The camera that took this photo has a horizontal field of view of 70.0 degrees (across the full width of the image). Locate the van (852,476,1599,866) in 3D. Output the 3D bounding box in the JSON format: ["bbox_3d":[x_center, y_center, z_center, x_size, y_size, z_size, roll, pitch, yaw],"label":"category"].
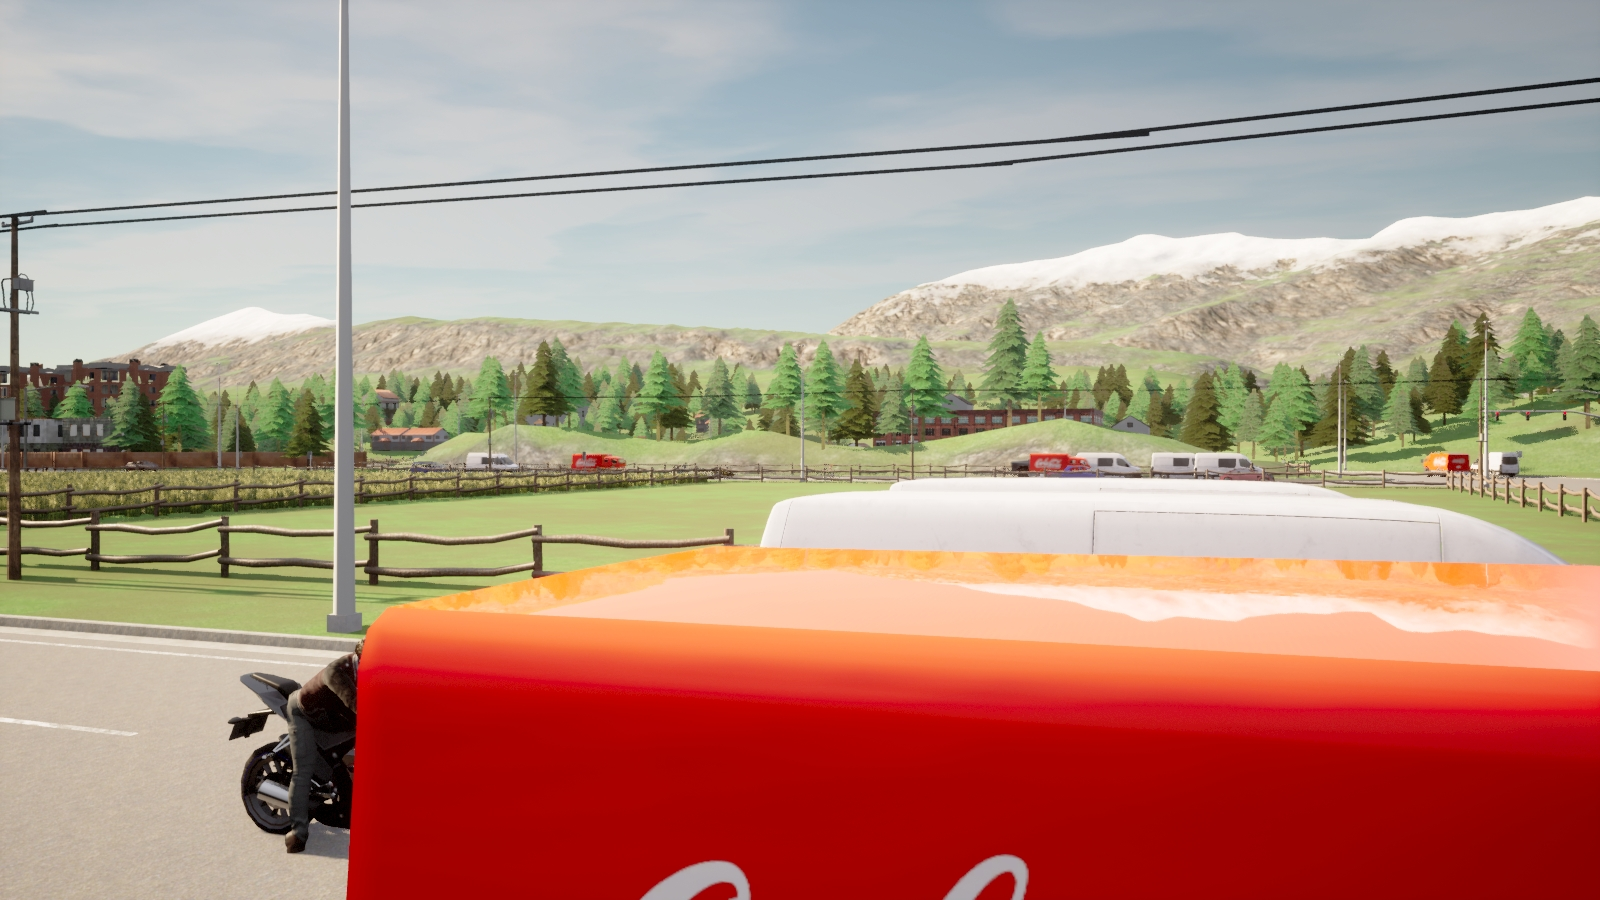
[{"bbox_3d":[3.552,1.535,9.450,5.915,2.561,1.988,0,0,20],"label":"van"}]

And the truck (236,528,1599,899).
[{"bbox_3d":[1.689,1.568,2.754,5.204,2.467,2.627,0,0,21],"label":"truck"}]

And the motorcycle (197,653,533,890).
[{"bbox_3d":[-3.100,2.209,8.150,2.209,1.251,0.867,0,0,20],"label":"motorcycle"}]

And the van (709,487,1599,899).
[{"bbox_3d":[2.633,1.535,6.060,5.915,2.561,1.988,0,0,20],"label":"van"}]
